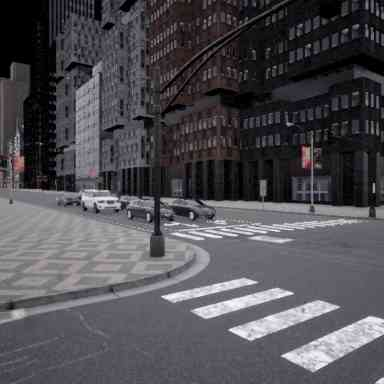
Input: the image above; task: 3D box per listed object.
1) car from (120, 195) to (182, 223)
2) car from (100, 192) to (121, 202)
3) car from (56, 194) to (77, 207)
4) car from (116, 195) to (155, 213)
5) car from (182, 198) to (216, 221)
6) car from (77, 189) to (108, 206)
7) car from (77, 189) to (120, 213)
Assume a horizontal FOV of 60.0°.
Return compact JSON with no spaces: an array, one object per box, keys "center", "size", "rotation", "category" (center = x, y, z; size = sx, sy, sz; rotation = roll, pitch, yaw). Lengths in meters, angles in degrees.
[{"center":[-2.970,1.240,23.324],"size":[1.837,1.490,4.892],"rotation":[0,1,-36],"category":"car"},{"center":[-13.477,0.785,54.920],"size":[1.812,1.442,4.674],"rotation":[0,1,-36],"category":"car"},{"center":[-14.861,0.991,39.838],"size":[2.033,1.411,5.357],"rotation":[0,1,-36],"category":"car"},{"center":[-5.643,1.108,32.595],"size":[1.837,1.490,4.892],"rotation":[0,1,-36],"category":"car"},{"center":[-0.205,1.239,25.003],"size":[1.837,1.490,4.892],"rotation":[0,1,-38],"category":"car"},{"center":[-12.820,0.644,42.574],"size":[2.150,2.045,5.566],"rotation":[0,1,-35],"category":"car"},{"center":[-8.653,0.819,31.212],"size":[2.150,2.045,5.566],"rotation":[0,1,-36],"category":"car"}]
